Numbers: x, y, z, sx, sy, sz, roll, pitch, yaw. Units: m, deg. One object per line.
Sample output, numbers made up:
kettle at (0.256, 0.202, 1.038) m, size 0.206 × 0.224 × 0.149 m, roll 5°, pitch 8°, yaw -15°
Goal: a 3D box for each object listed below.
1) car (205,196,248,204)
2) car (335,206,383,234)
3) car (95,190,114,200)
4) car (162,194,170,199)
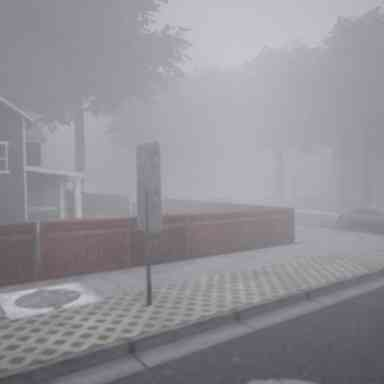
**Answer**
car at (2.924, 1.128, 27.431) m, size 2.128 × 1.511 × 4.902 m, roll -2°, pitch 2°, yaw -35°
car at (9.651, 1.454, 17.267) m, size 1.994 × 1.385 × 4.181 m, roll -2°, pitch 2°, yaw -29°
car at (-13.391, 0.438, 50.566) m, size 2.033 × 1.411 × 5.357 m, roll -2°, pitch 3°, yaw -35°
car at (-4.226, 0.706, 37.505) m, size 2.097 × 1.767 × 4.553 m, roll -2°, pitch 3°, yaw -35°
